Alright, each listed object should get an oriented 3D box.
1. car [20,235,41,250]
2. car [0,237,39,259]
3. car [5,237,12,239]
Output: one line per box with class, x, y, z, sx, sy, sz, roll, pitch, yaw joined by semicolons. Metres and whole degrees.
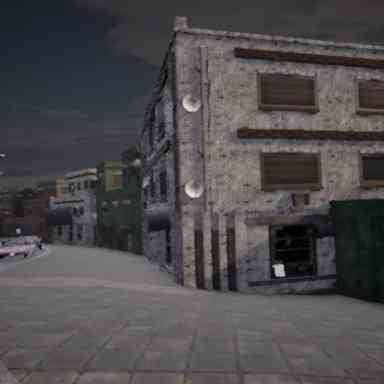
car;-18.639;5.817;38.542;2.097;1.767;4.553;-1;-6;-25
car;-13.875;4.550;26.624;1.895;1.301;4.718;-1;-6;-17
car;-30.083;8.132;55.306;5.357;1.411;2.033;-7;-5;44
